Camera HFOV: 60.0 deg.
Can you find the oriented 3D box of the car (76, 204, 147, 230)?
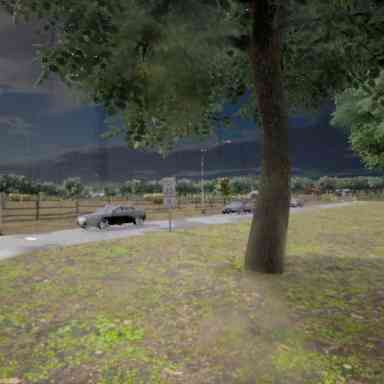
[{"bbox_3d":[-5.066,1.556,21.449,2.128,1.511,4.902,-2,-1,36],"label":"car"}]

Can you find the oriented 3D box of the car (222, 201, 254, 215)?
[{"bbox_3d":[4.841,1.681,35.107,1.994,1.385,4.181,-2,-1,36],"label":"car"}]

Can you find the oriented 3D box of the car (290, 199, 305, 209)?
[{"bbox_3d":[15.143,1.727,49.160,2.033,1.411,5.357,-2,-1,36],"label":"car"}]
